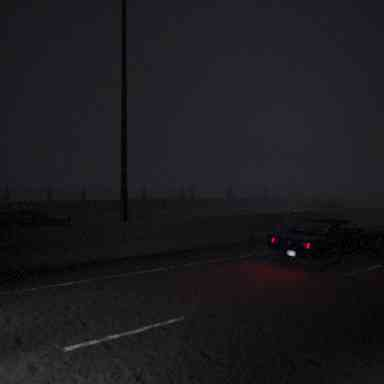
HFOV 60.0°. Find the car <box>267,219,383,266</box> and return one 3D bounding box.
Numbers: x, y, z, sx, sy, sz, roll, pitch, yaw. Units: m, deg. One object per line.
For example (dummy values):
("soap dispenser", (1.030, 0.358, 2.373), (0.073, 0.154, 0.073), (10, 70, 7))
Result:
("car", (4.860, 1.594, 11.517), (4.718, 1.301, 1.895), (0, 0, -36))

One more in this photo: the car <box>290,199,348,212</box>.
("car", (9.096, 1.338, 23.511), (4.553, 1.767, 2.097), (0, 0, -36))

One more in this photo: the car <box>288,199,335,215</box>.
("car", (12.596, 1.527, 34.863), (5.357, 1.411, 2.033), (0, 0, -37))

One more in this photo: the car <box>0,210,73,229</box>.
("car", (-8.231, 1.547, 15.317), (5.357, 1.411, 2.033), (0, 0, -36))
